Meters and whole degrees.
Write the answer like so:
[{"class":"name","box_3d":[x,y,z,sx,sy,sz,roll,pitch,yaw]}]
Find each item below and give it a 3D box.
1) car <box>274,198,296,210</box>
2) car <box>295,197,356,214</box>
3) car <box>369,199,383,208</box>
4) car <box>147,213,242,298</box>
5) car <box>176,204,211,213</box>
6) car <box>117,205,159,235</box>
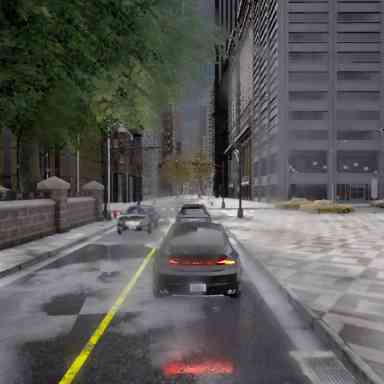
[{"class":"car","box_3d":[12.104,1.330,39.106,4.829,1.417,1.752,-1,1,0]},{"class":"car","box_3d":[12.407,1.342,30.579,4.829,1.417,1.752,-1,1,0]},{"class":"car","box_3d":[23.445,1.145,39.043,4.829,1.417,1.752,-1,1,0]},{"class":"car","box_3d":[0.113,1.508,8.521,1.837,1.490,4.892,0,0,0]},{"class":"car","box_3d":[0.098,1.441,18.651,2.033,1.649,4.856,0,0,1]},{"class":"car","box_3d":[-2.971,1.504,19.057,2.128,1.511,4.902,0,0,0]}]
